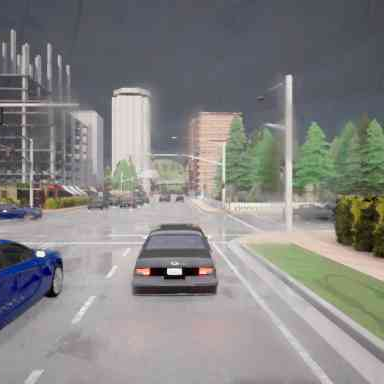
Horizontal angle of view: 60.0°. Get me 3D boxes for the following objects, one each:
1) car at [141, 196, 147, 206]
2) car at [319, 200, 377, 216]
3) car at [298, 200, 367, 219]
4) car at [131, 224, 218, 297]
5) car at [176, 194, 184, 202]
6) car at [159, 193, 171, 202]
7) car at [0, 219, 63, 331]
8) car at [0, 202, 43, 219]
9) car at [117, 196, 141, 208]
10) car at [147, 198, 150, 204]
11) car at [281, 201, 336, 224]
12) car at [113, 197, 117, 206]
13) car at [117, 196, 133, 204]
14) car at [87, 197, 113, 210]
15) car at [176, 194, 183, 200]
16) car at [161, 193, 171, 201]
[{"bbox_3d":[-9.143,1.564,55.157,1.994,1.385,4.181,0,0,-2],"label":"car"},{"bbox_3d":[14.733,1.526,31.643,4.674,1.442,1.812,0,0,-1],"label":"car"},{"bbox_3d":[11.796,1.478,28.131,5.008,1.535,1.882,0,0,-1],"label":"car"},{"bbox_3d":[-0.403,1.547,8.780,2.033,1.411,5.357,0,0,-2],"label":"car"},{"bbox_3d":[-2.788,1.493,75.621,1.837,1.490,4.892,0,0,-2],"label":"car"},{"bbox_3d":[-6.283,1.355,75.505,2.097,1.767,4.553,0,0,-2],"label":"car"},{"bbox_3d":[-3.719,1.478,5.488,1.882,1.535,5.008,0,0,-3],"label":"car"},{"bbox_3d":[-13.917,1.525,25.274,4.674,1.442,1.812,0,0,-16],"label":"car"},{"bbox_3d":[-8.854,1.564,46.794,1.994,1.385,4.181,0,0,-2],"label":"car"},{"bbox_3d":[-9.449,1.564,65.109,1.994,1.385,4.181,0,0,-1],"label":"car"},{"bbox_3d":[8.754,1.564,24.399,4.181,1.385,1.994,0,0,-1],"label":"car"},{"bbox_3d":[-12.604,1.547,53.825,2.033,1.411,5.357,0,0,-2],"label":"car"},{"bbox_3d":[-12.926,1.547,64.373,2.033,1.411,5.357,0,0,-1],"label":"car"},{"bbox_3d":[-12.252,1.547,43.787,2.033,1.411,5.357,0,0,-2],"label":"car"},{"bbox_3d":[-3.119,1.327,84.834,1.837,1.490,4.892,0,0,-2],"label":"car"},{"bbox_3d":[-6.628,1.225,85.020,2.150,2.045,5.566,0,0,-2],"label":"car"}]
